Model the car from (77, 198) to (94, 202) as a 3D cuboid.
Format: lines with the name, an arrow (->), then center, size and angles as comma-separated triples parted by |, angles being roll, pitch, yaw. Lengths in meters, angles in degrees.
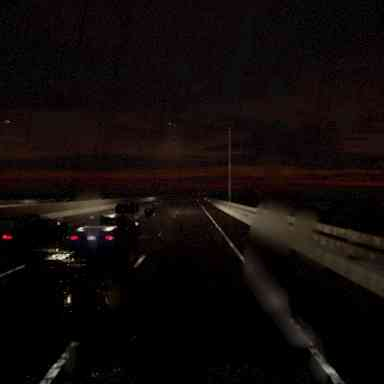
car -> -20.984, 1.926, 67.389 | 1.895, 1.301, 4.718 | 0, 0, 0

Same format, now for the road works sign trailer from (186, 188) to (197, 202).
road works sign trailer -> 0.020, 0.870, 85.417 | 2.380, 3.560, 2.880 | 0, 0, 0

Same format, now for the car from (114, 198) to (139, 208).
car -> -6.892, 1.665, 35.757 | 1.882, 1.535, 5.008 | 0, 0, 0

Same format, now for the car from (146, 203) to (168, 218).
car -> -3.392, 1.772, 32.622 | 1.895, 1.301, 4.718 | 0, 0, 0

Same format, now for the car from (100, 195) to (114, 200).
car -> -17.484, 1.557, 68.778 | 2.150, 2.045, 5.566 | 0, 0, 0

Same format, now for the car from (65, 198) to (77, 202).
car -> -24.483, 1.872, 68.810 | 2.033, 1.411, 5.357 | 0, 0, 0

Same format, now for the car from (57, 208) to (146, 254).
car -> -3.398, 1.623, 13.776 | 2.033, 1.411, 5.357 | 0, 0, 0

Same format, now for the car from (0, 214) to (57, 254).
car -> -6.898, 1.624, 13.867 | 2.033, 1.411, 5.357 | 0, 0, 0
